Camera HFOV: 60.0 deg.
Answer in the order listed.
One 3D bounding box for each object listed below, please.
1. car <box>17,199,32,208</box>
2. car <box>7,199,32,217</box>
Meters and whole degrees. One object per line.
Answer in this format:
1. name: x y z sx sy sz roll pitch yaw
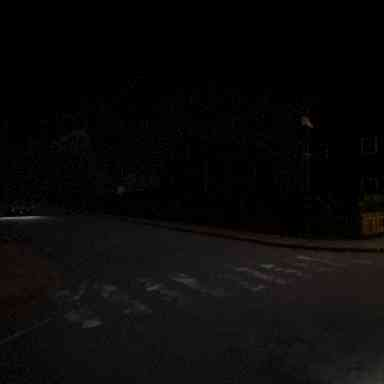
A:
1. car: -28.614 1.932 56.737 1.812 1.442 4.674 0 0 -34
2. car: -18.307 1.780 35.048 1.812 1.442 4.674 0 0 -34
